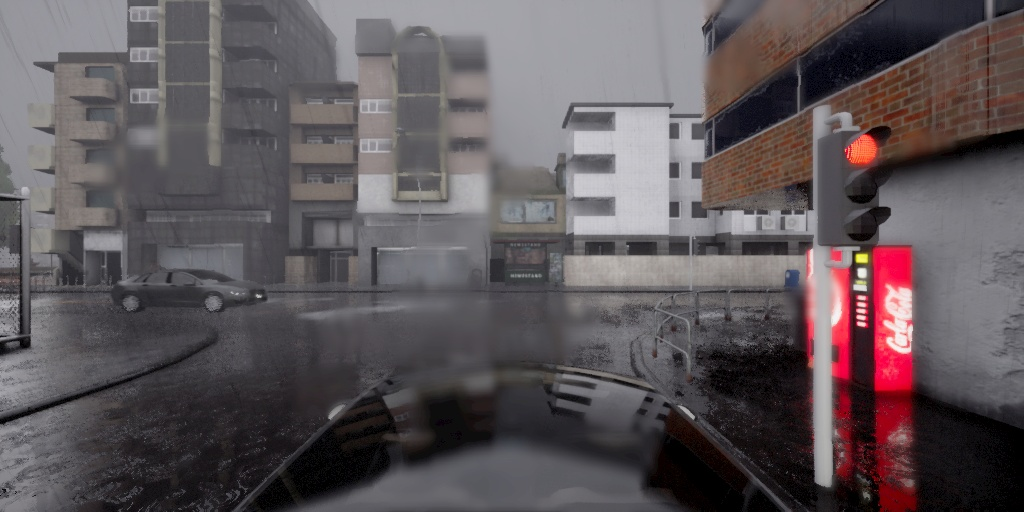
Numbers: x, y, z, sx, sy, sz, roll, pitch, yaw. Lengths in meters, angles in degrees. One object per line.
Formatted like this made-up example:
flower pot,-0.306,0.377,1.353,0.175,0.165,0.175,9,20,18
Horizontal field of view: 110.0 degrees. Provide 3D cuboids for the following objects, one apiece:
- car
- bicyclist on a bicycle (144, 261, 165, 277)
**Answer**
car,-11.855,1.255,13.353,4.892,1.490,1.837,0,0,0
bicyclist on a bicycle,-21.609,1.099,21.745,0.582,1.620,1.656,0,0,0
